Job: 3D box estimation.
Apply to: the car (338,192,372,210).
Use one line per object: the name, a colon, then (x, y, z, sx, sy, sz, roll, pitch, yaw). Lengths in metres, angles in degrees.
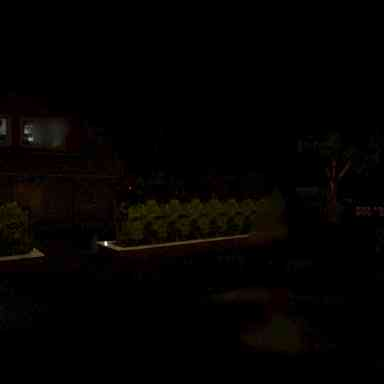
car: (17.407, 0.984, 36.196, 3.866, 1.878, 1.905, 0, 0, 0)
